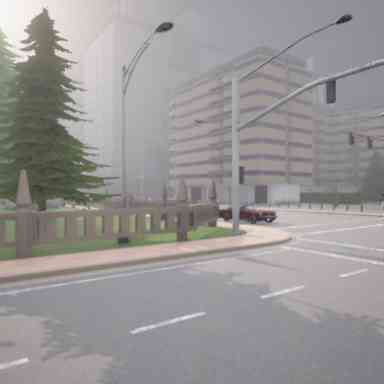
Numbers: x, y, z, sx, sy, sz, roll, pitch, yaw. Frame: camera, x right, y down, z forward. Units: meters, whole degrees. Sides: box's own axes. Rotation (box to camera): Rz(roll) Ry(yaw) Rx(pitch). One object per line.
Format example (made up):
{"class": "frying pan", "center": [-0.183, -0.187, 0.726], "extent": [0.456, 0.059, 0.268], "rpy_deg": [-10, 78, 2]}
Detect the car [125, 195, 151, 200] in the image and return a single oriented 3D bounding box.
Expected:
{"class": "car", "center": [-7.382, 1.500, 41.022], "extent": [1.837, 1.490, 4.892], "rpy_deg": [0, 0, -36]}

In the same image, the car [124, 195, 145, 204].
{"class": "car", "center": [-11.224, 1.472, 64.680], "extent": [1.882, 1.535, 5.008], "rpy_deg": [0, 0, -35]}

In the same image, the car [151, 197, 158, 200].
{"class": "car", "center": [-8.113, 1.542, 54.354], "extent": [2.033, 1.411, 5.357], "rpy_deg": [0, 0, -35]}

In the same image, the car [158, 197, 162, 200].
{"class": "car", "center": [-5.961, 1.558, 57.386], "extent": [1.994, 1.385, 4.181], "rpy_deg": [0, 0, -35]}

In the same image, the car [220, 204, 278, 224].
{"class": "car", "center": [4.085, 1.598, 24.826], "extent": [1.895, 1.301, 4.718], "rpy_deg": [0, 0, -34]}

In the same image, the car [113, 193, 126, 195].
{"class": "car", "center": [-14.093, 1.216, 62.674], "extent": [2.150, 2.045, 5.566], "rpy_deg": [0, 0, -35]}
